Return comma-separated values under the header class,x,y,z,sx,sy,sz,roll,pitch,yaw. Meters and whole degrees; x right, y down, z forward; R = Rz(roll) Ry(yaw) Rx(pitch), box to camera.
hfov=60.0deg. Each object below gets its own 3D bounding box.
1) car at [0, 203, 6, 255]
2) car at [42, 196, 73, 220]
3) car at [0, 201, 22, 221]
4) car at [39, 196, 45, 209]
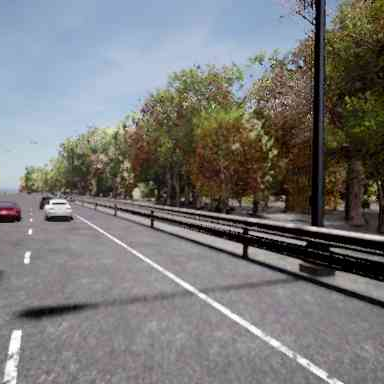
class,x,y,z,sx,sy,sz,roll,pitch,yaw
car,-5.339,1.262,6.902,2.097,1.767,4.553,1,0,-25
car,-10.292,1.323,25.596,1.812,1.442,4.674,1,0,-26
car,-13.493,1.324,24.188,1.994,1.385,4.181,1,0,-26
car,-17.351,1.227,40.136,1.812,1.442,4.674,1,0,-26
